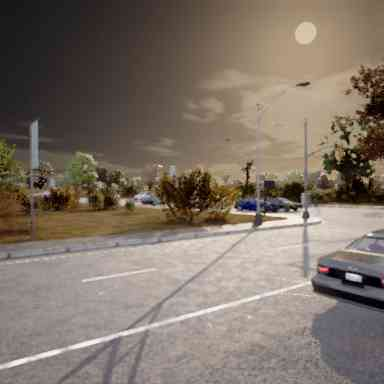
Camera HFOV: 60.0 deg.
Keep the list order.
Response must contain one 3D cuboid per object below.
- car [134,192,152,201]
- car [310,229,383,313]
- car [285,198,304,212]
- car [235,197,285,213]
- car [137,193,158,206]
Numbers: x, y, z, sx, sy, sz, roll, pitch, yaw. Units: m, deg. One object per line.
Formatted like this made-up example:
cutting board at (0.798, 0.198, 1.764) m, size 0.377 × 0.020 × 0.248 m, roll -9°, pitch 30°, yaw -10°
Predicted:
car at (-10.467, 0.950, 72.292) m, size 2.150 × 2.045 × 5.566 m, roll -1°, pitch 0°, yaw -38°
car at (4.822, 1.495, 7.194) m, size 5.357 × 1.411 × 2.033 m, roll -1°, pitch 0°, yaw -36°
car at (9.383, 1.314, 36.186) m, size 2.033 × 1.411 × 5.357 m, roll -1°, pitch 0°, yaw -39°
car at (6.595, 1.275, 34.062) m, size 1.882 × 1.535 × 5.008 m, roll -1°, pitch 0°, yaw -40°
car at (-5.655, 1.299, 49.325) m, size 2.128 × 1.511 × 4.902 m, roll -1°, pitch 0°, yaw -39°
